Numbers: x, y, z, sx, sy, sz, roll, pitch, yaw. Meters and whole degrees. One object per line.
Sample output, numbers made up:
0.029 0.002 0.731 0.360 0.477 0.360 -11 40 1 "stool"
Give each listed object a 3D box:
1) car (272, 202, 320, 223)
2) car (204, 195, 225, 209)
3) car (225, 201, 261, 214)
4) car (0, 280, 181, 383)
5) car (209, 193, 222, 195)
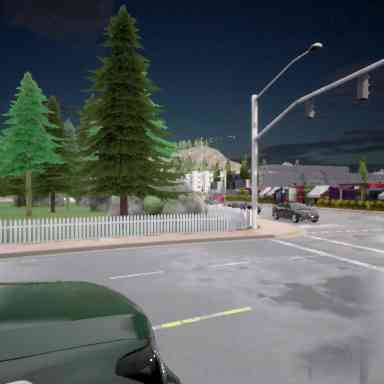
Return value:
8.095 1.560 26.346 1.837 1.490 4.892 0 0 -14 "car"
2.900 1.547 44.242 2.128 1.511 4.902 0 0 -16 "car"
5.511 1.656 35.254 1.895 1.301 4.718 0 0 -16 "car"
-2.732 1.221 1.688 5.566 2.045 2.150 0 0 -36 "car"
4.371 1.276 64.981 2.150 2.045 5.566 0 0 -16 "car"
